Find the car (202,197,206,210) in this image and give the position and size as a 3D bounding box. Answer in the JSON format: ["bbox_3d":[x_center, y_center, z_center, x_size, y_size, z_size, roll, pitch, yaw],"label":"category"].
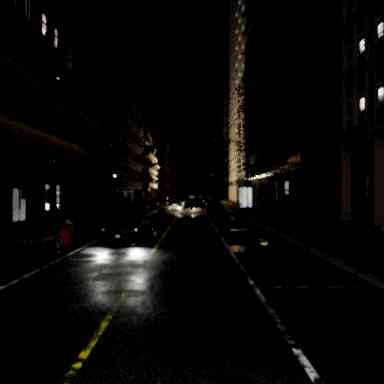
[{"bbox_3d":[2.691,1.614,41.876,1.967,1.590,4.097,0,0,0],"label":"car"}]

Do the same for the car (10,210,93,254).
[{"bbox_3d":[-5.690,1.636,13.633,1.802,1.307,4.206,0,0,0],"label":"car"}]

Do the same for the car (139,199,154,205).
[{"bbox_3d":[-5.689,1.590,36.228,1.967,1.590,4.097,0,0,0],"label":"car"}]

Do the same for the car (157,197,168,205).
[{"bbox_3d":[-5.689,1.800,64.300,1.752,1.417,4.829,0,0,0],"label":"car"}]

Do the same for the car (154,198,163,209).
[{"bbox_3d":[-5.689,1.749,47.524,2.008,1.369,4.403,0,0,0],"label":"car"}]

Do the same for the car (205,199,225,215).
[{"bbox_3d":[2.691,1.675,36.398,1.752,1.417,4.829,0,0,0],"label":"car"}]

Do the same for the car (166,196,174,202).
[{"bbox_3d":[-5.688,1.827,87.064,1.967,1.590,4.097,0,0,0],"label":"car"}]

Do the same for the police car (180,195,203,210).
[{"bbox_3d":[0.249,1.621,47.023,1.930,1.638,5.238,0,0,-18],"label":"police car"}]

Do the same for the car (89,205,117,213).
[{"bbox_3d":[-5.690,1.659,19.282,1.802,1.307,4.206,0,0,0],"label":"car"}]

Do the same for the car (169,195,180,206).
[{"bbox_3d":[-3.047,1.473,59.393,2.150,2.045,5.566,0,0,1],"label":"car"}]

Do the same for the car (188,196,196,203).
[{"bbox_3d":[0.003,1.821,82.725,2.128,1.511,4.902,0,0,0],"label":"car"}]

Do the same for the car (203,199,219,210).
[{"bbox_3d":[2.691,1.749,47.525,2.008,1.369,4.403,0,0,0],"label":"car"}]

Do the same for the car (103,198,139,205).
[{"bbox_3d":[-5.691,1.416,24.931,2.192,1.841,5.009,0,0,0],"label":"car"}]

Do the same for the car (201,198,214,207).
[{"bbox_3d":[2.692,1.815,58.821,1.947,1.339,4.313,0,0,0],"label":"car"}]

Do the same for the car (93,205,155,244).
[{"bbox_3d":[-3.101,1.590,16.212,1.812,1.442,4.674,0,0,0],"label":"car"}]

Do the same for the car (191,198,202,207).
[{"bbox_3d":[0.783,1.746,57.054,1.837,1.490,4.892,0,0,1],"label":"car"}]

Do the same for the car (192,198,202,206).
[{"bbox_3d":[0.903,1.795,63.035,1.812,1.442,4.674,0,0,0],"label":"car"}]

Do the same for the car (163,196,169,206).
[{"bbox_3d":[-5.689,1.815,58.821,1.947,1.339,4.313,0,0,0],"label":"car"}]

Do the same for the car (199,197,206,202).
[{"bbox_3d":[2.692,1.931,87.063,1.887,1.381,4.507,0,0,0],"label":"car"}]
